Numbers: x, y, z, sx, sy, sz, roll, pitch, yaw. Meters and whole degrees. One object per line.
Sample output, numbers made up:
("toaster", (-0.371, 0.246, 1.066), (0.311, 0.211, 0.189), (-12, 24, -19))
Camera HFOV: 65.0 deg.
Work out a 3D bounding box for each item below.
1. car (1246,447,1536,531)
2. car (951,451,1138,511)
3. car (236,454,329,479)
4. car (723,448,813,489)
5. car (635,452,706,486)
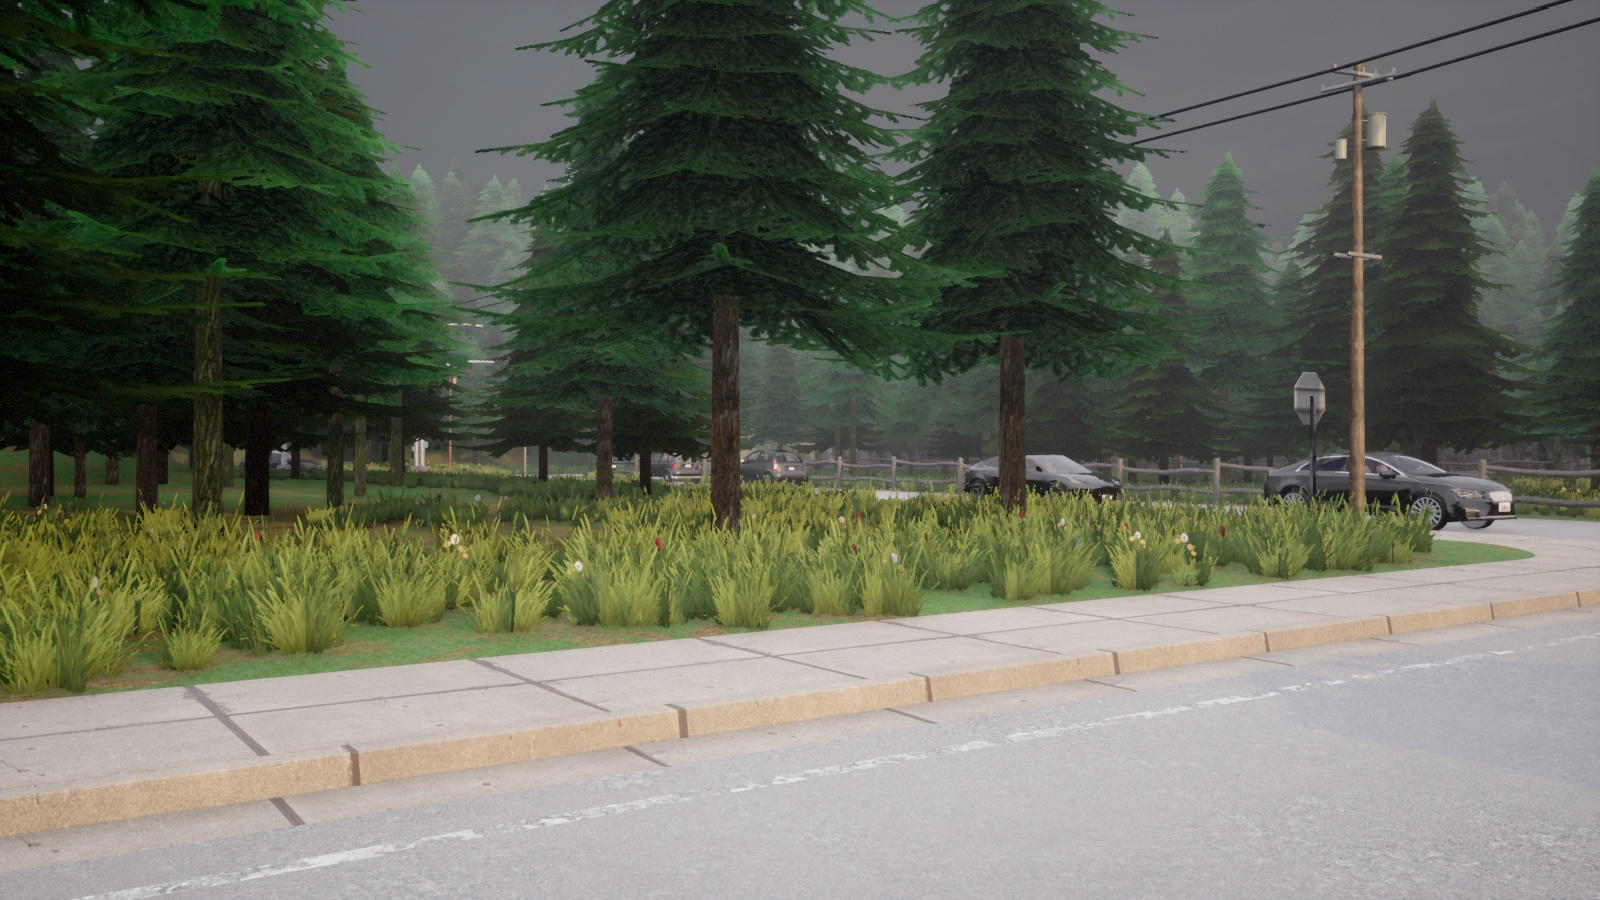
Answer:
("car", (11.718, 0.702, 25.272), (2.128, 1.511, 4.902), (0, 0, -32))
("car", (6.443, 0.778, 33.617), (2.163, 1.488, 4.792), (0, 0, -33))
("car", (-30.754, 0.971, 74.684), (4.892, 1.490, 1.837), (0, 0, 9))
("car", (-1.374, 0.746, 51.664), (1.851, 1.617, 3.988), (0, 0, -34))
("car", (-6.080, 0.853, 58.738), (1.789, 1.549, 3.705), (0, 0, -34))
